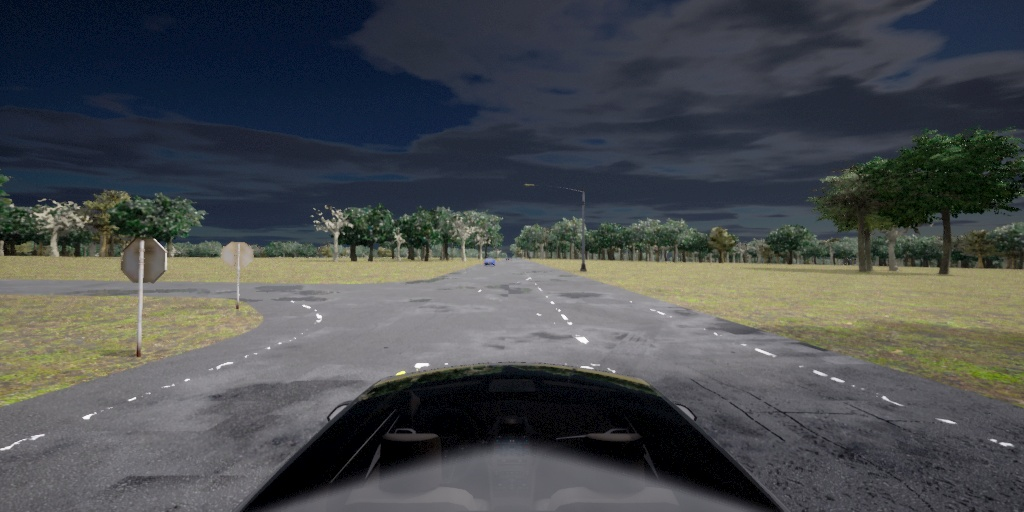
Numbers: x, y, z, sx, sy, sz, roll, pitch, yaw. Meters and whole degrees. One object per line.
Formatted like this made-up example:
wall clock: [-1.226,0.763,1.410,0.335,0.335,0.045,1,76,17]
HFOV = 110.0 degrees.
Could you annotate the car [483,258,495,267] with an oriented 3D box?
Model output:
car: [-3.924,1.073,62.767,1.882,1.535,5.008,0,0,0]
